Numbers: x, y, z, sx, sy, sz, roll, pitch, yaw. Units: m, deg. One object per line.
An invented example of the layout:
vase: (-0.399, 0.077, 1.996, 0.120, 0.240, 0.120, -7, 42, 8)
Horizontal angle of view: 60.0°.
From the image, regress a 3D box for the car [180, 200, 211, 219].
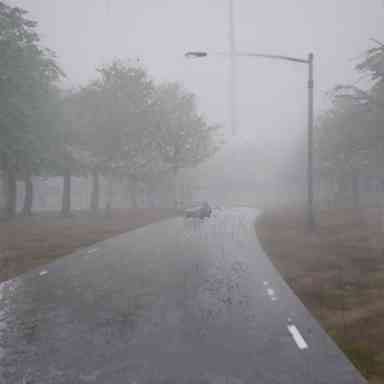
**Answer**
car: (0.409, 1.505, 28.915, 2.128, 1.511, 4.902, 0, 0, 13)

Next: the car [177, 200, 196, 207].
car: (-1.202, 2.463, 71.055, 1.895, 1.301, 4.718, 0, -2, -30)
